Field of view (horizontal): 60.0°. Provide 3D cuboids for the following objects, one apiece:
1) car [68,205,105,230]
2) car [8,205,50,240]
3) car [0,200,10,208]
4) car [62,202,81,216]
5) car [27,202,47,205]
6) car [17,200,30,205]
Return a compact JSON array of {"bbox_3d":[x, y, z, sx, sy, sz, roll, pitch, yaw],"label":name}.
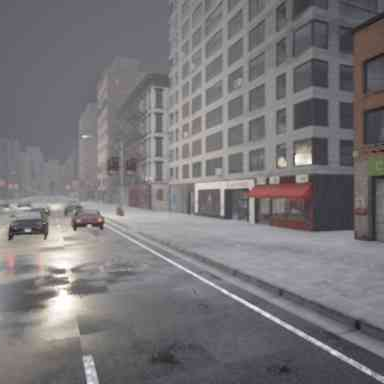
[{"bbox_3d":[-7.115,1.798,22.427,1.895,1.301,4.718,0,-1,-22],"label":"car"},{"bbox_3d":[-8.818,1.693,18.135,1.812,1.442,4.674,0,0,-23],"label":"car"},{"bbox_3d":[-32.410,2.048,56.991,1.812,1.442,4.674,0,-1,-23],"label":"car"},{"bbox_3d":[-13.057,1.825,36.503,1.837,1.490,4.892,0,-1,-22],"label":"car"},{"bbox_3d":[-15.704,1.910,34.430,1.895,1.301,4.718,0,0,-23],"label":"car"},{"bbox_3d":[-29.353,2.051,58.104,1.812,1.442,4.674,0,-1,-23],"label":"car"}]
